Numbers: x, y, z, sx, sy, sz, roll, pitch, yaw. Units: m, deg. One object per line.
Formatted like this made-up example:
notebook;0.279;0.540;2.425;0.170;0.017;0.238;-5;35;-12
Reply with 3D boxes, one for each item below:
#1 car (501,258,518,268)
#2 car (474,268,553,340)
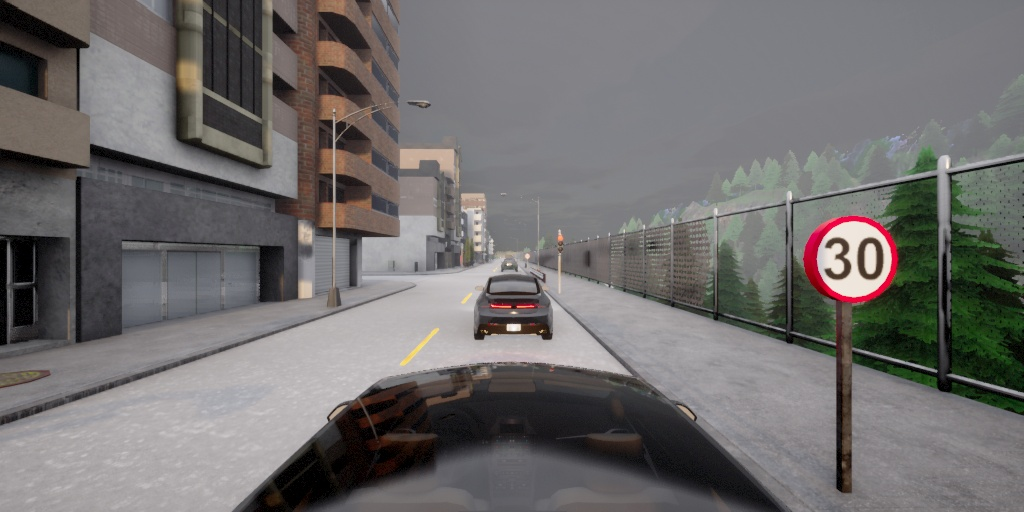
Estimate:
car;-0.332;1.102;46.266;2.097;1.767;4.553;0;0;-1
car;0.016;1.255;9.945;1.837;1.490;4.892;0;0;0
